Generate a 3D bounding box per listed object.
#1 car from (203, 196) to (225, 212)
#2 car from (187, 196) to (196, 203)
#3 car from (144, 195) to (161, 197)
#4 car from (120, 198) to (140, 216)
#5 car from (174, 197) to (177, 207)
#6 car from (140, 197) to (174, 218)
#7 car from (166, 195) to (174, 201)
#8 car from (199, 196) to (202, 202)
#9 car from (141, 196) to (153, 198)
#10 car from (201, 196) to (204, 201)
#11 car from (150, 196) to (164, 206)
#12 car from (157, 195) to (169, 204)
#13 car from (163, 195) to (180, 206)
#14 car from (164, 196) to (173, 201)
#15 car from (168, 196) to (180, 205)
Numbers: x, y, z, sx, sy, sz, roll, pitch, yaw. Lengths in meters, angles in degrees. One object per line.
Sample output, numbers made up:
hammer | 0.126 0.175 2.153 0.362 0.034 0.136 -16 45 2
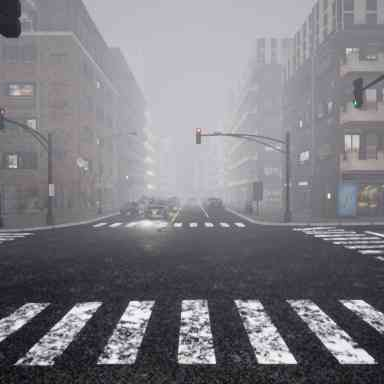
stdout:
car | 2.634 1.448 37.910 1.967 1.590 4.097 0 0 0
car | -0.061 1.539 70.634 2.128 1.511 4.902 0 0 0
car | -5.755 1.326 43.578 2.192 1.841 5.009 0 0 0
car | -5.737 1.572 32.212 1.947 1.339 4.313 0 0 0
car | -3.158 1.610 39.946 1.895 1.301 4.718 0 0 0
car | -3.136 1.497 30.647 2.128 1.511 4.902 0 0 1
car | -5.823 1.595 89.037 2.008 1.369 4.403 0 0 0
car | 2.609 1.599 54.957 1.802 1.307 4.206 0 0 0
car | -5.746 1.534 37.725 1.752 1.417 4.829 0 0 0
car | 2.626 1.451 43.592 1.967 1.590 4.097 0 0 0
car | -5.771 1.457 54.943 1.967 1.590 4.097 0 0 0
car | -5.788 1.465 66.308 1.967 1.590 4.097 0 0 0
car | -3.162 1.578 49.924 1.994 1.385 4.181 0 0 0
car | -5.814 1.589 83.354 2.008 1.369 4.403 0 0 0
car | -3.134 1.498 59.934 1.882 1.535 5.008 0 0 0
